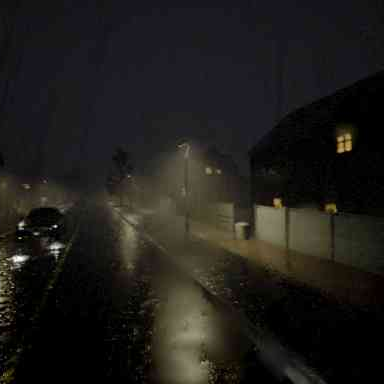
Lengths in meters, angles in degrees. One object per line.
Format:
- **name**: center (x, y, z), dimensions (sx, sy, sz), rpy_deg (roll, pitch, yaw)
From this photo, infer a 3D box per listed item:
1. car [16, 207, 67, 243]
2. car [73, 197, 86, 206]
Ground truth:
- **car**: center (-7.350, 1.525, 16.567), dimensions (1.812, 1.442, 4.674), rpy_deg (-1, 0, -16)
- **car**: center (-19.032, 1.597, 56.618), dimensions (2.033, 1.411, 5.357), rpy_deg (-1, 0, -16)
